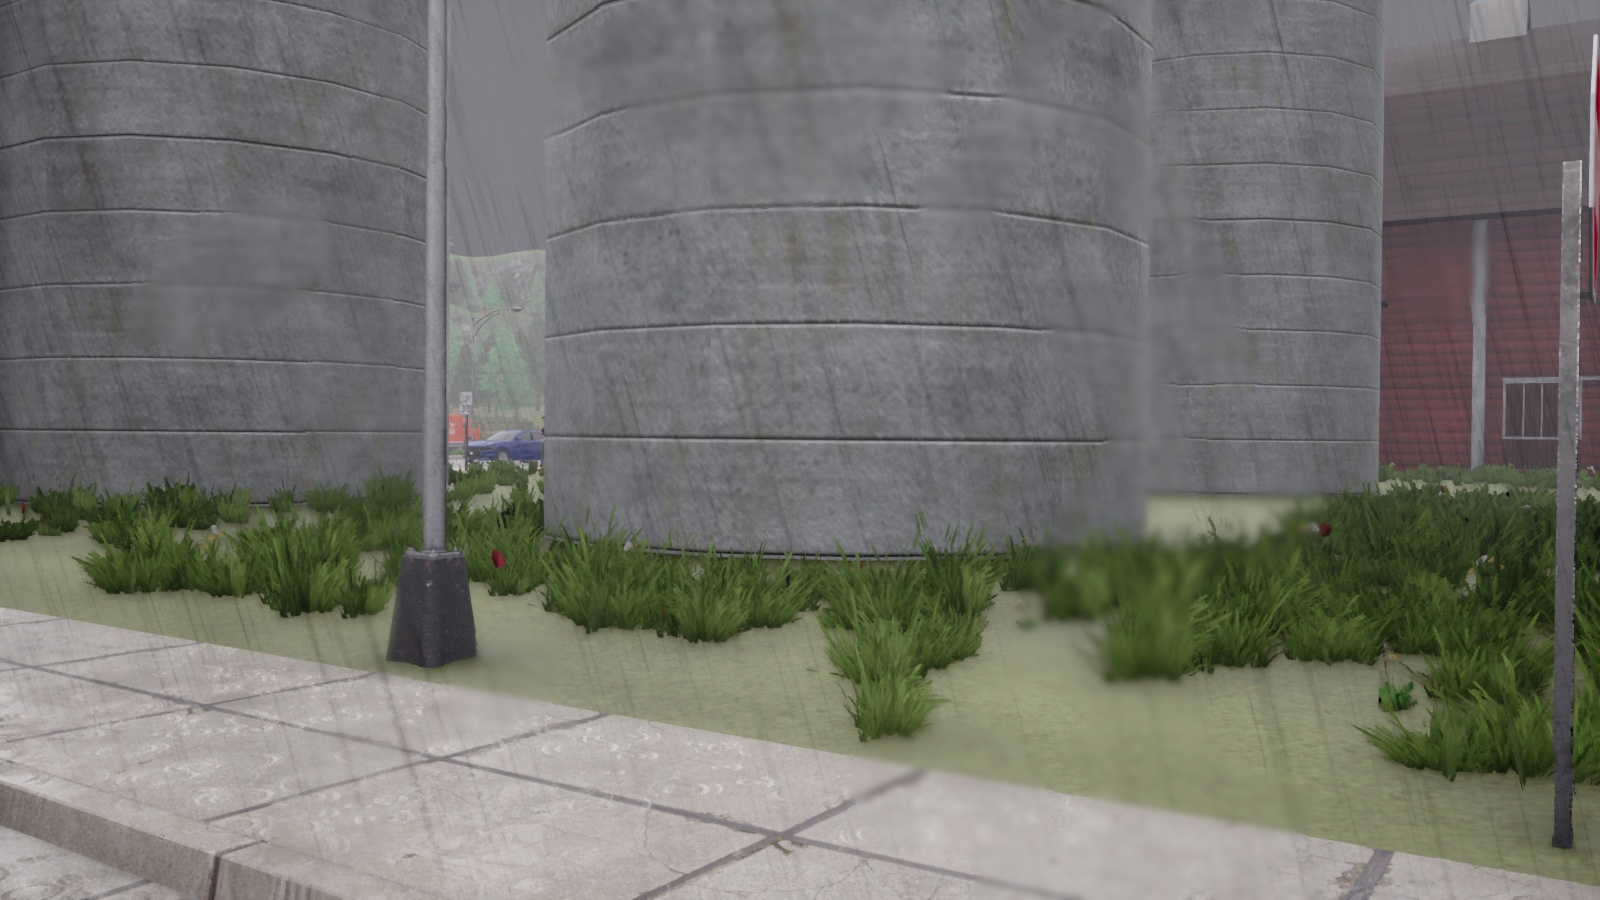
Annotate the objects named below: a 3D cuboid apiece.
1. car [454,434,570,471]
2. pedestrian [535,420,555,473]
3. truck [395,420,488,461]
[{"bbox_3d":[-12.412,0.077,54.500,1.882,1.535,5.008,0,1,33],"label":"car"},{"bbox_3d":[-8.945,-0.135,44.078,0.594,1.836,0.345,-1,1,-42],"label":"pedestrian"},{"bbox_3d":[-22.733,-0.628,79.885,2.627,2.467,5.204,0,2,33],"label":"truck"}]
